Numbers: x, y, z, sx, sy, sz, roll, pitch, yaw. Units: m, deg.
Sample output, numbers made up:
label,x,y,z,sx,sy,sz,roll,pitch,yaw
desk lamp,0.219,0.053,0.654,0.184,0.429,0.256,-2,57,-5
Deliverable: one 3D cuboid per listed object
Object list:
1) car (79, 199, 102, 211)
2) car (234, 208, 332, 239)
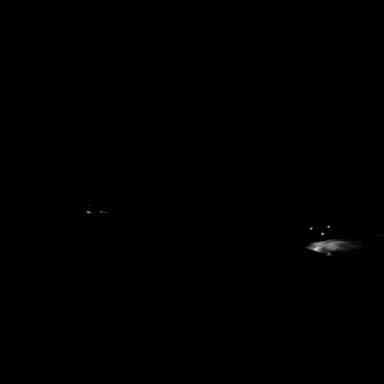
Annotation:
label,x,y,z,sx,sy,sz,roll,pitch,yaw
car,-13.194,1.674,43.108,1.837,1.490,4.892,0,0,-35
car,4.633,1.593,17.856,2.033,1.411,5.357,0,0,-35
